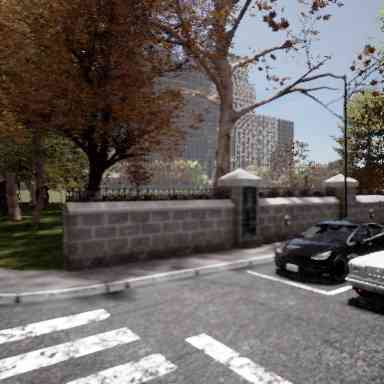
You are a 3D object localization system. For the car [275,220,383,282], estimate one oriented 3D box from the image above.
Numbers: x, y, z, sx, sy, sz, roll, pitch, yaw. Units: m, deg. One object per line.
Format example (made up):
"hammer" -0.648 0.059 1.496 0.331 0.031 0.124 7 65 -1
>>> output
"car" 4.299 1.518 9.620 4.313 1.339 1.947 0 0 -35

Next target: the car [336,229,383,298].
"car" 5.385 1.556 7.215 4.718 1.301 1.895 0 0 -35
